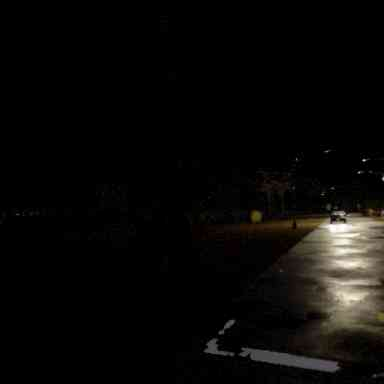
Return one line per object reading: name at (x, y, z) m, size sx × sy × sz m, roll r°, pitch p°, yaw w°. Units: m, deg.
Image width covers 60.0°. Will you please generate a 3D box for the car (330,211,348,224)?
car at (18.329, 3.134, 41.590) m, size 2.128 × 1.511 × 4.902 m, roll -3°, pitch -4°, yaw 25°
